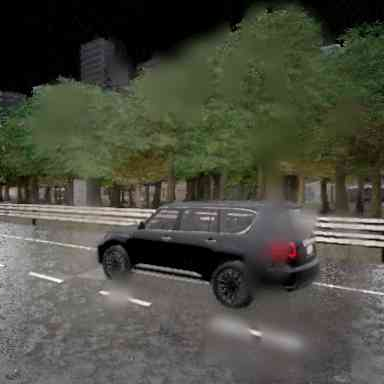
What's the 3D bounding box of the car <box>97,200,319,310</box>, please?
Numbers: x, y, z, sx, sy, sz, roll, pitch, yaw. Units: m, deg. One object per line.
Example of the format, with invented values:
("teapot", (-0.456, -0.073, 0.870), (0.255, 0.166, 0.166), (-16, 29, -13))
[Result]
("car", (0.122, 1.223, 8.084), (5.566, 2.045, 2.150), (0, 0, 36))
